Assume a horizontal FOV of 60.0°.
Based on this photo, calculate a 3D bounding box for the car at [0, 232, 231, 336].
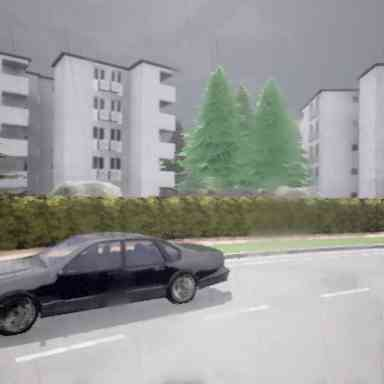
[{"bbox_3d":[-1.769,1.555,6.769,5.357,1.411,2.033,1,0,-31],"label":"car"}]
